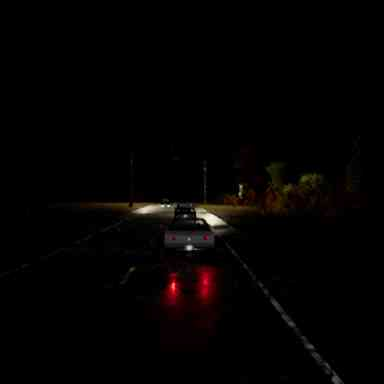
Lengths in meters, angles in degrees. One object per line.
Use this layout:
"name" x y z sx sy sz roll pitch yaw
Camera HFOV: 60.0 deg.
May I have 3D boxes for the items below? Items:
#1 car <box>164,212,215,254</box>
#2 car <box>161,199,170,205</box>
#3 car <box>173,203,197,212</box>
"car" -0.136 1.729 14.178 1.895 1.301 4.718 0 0 -1
"car" -5.619 2.111 70.950 2.033 1.411 5.357 0 0 -2
"car" -0.612 1.747 29.388 2.128 1.511 4.902 0 0 -2
